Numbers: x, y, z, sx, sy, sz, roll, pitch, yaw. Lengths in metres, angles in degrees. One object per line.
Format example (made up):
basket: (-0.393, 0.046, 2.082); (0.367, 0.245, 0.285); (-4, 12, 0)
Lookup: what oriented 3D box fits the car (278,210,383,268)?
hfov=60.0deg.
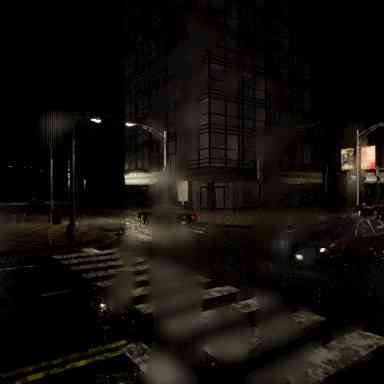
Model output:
car: (5.370, 1.548, 11.452); (5.357, 1.411, 2.033); (0, 0, -35)

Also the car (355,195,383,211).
car: (11.925, 1.225, 20.077); (5.566, 2.045, 2.150); (0, 0, -35)

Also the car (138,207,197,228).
car: (-1.796, 1.623, 22.275); (1.895, 1.301, 4.718); (0, 0, -37)

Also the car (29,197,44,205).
car: (-28.699, 1.688, 61.445); (2.033, 1.411, 5.357); (0, 0, -36)
